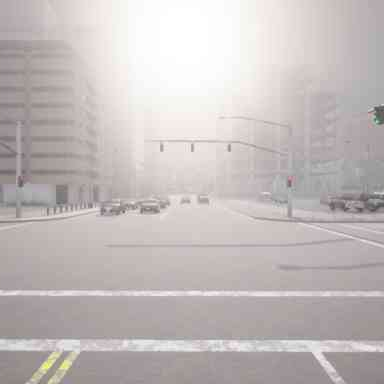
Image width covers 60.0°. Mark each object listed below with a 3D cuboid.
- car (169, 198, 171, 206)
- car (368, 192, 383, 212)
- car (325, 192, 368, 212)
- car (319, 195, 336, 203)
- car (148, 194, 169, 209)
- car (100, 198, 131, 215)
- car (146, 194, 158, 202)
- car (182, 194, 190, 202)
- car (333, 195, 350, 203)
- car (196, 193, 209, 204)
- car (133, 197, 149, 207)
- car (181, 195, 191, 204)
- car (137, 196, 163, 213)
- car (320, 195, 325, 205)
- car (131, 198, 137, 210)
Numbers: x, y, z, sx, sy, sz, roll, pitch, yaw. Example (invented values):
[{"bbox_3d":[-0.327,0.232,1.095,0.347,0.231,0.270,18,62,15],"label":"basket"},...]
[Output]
[{"bbox_3d":[-4.737,1.369,55.965,2.097,1.767,4.553,0,0,0],"label":"car"},{"bbox_3d":[19.463,1.167,35.796,1.905,1.878,3.866,0,0,0],"label":"car"},{"bbox_3d":[16.568,1.164,35.836,1.932,1.855,4.605,0,0,0],"label":"car"},{"bbox_3d":[27.773,1.416,68.407,1.970,1.475,3.806,0,0,0],"label":"car"},{"bbox_3d":[-4.666,1.366,46.049,2.097,1.767,4.553,0,0,-1],"label":"car"},{"bbox_3d":[-8.067,1.502,34.280,2.128,1.511,4.902,0,0,0],"label":"car"},{"bbox_3d":[-8.264,1.152,68.845,1.882,1.535,5.008,0,0,0],"label":"car"},{"bbox_3d":[-1.312,1.326,74.449,1.882,1.535,5.008,0,0,0],"label":"car"},{"bbox_3d":[30.668,1.384,68.421,1.784,1.438,3.905,0,0,0],"label":"car"},{"bbox_3d":[2.272,1.497,64.705,1.882,1.535,5.008,0,0,0],"label":"car"},{"bbox_3d":[-8.225,1.580,53.567,1.994,1.385,4.181,0,0,-1],"label":"car"},{"bbox_3d":[-1.234,1.620,65.379,1.895,1.301,4.718,0,0,0],"label":"car"},{"bbox_3d":[-4.590,1.516,36.906,1.837,1.490,4.892,0,0,0],"label":"car"},{"bbox_3d":[22.081,1.411,53.277,1.970,1.475,3.806,0,0,0],"label":"car"},{"bbox_3d":[-8.138,1.539,43.429,1.812,1.442,4.674,0,0,0],"label":"car"}]
